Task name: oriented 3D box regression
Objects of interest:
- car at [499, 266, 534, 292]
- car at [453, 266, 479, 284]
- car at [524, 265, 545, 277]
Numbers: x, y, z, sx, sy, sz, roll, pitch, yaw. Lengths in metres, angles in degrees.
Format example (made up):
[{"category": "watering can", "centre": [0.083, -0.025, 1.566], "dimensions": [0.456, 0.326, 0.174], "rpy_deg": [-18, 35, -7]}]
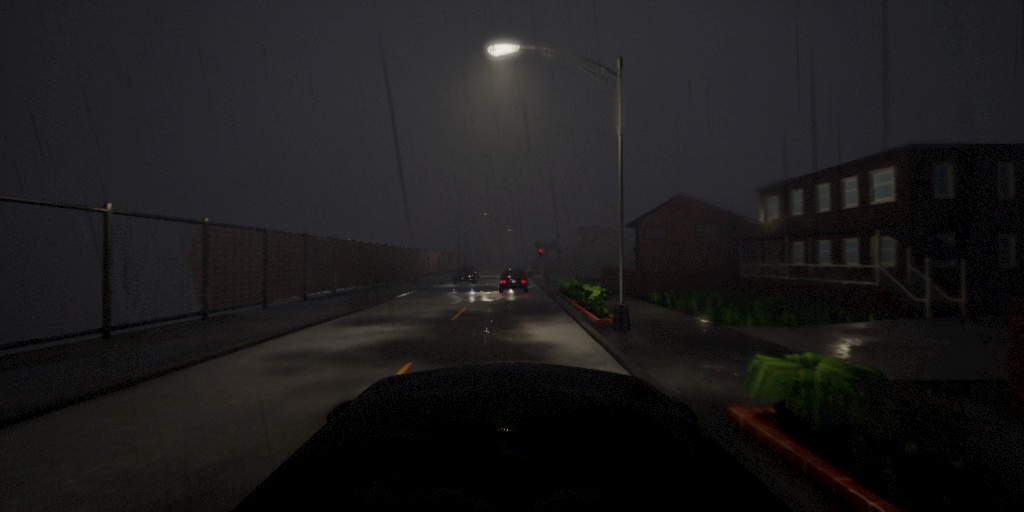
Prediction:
[{"category": "car", "centre": [0.094, 1.562, 23.438], "dimensions": [2.033, 1.411, 5.357], "rpy_deg": [0, -1, 0]}, {"category": "car", "centre": [-4.009, 1.629, 31.597], "dimensions": [1.837, 1.490, 4.892], "rpy_deg": [0, -1, 0]}, {"category": "car", "centre": [2.260, 1.773, 42.597], "dimensions": [1.812, 1.442, 4.674], "rpy_deg": [-1, -1, 33]}]
